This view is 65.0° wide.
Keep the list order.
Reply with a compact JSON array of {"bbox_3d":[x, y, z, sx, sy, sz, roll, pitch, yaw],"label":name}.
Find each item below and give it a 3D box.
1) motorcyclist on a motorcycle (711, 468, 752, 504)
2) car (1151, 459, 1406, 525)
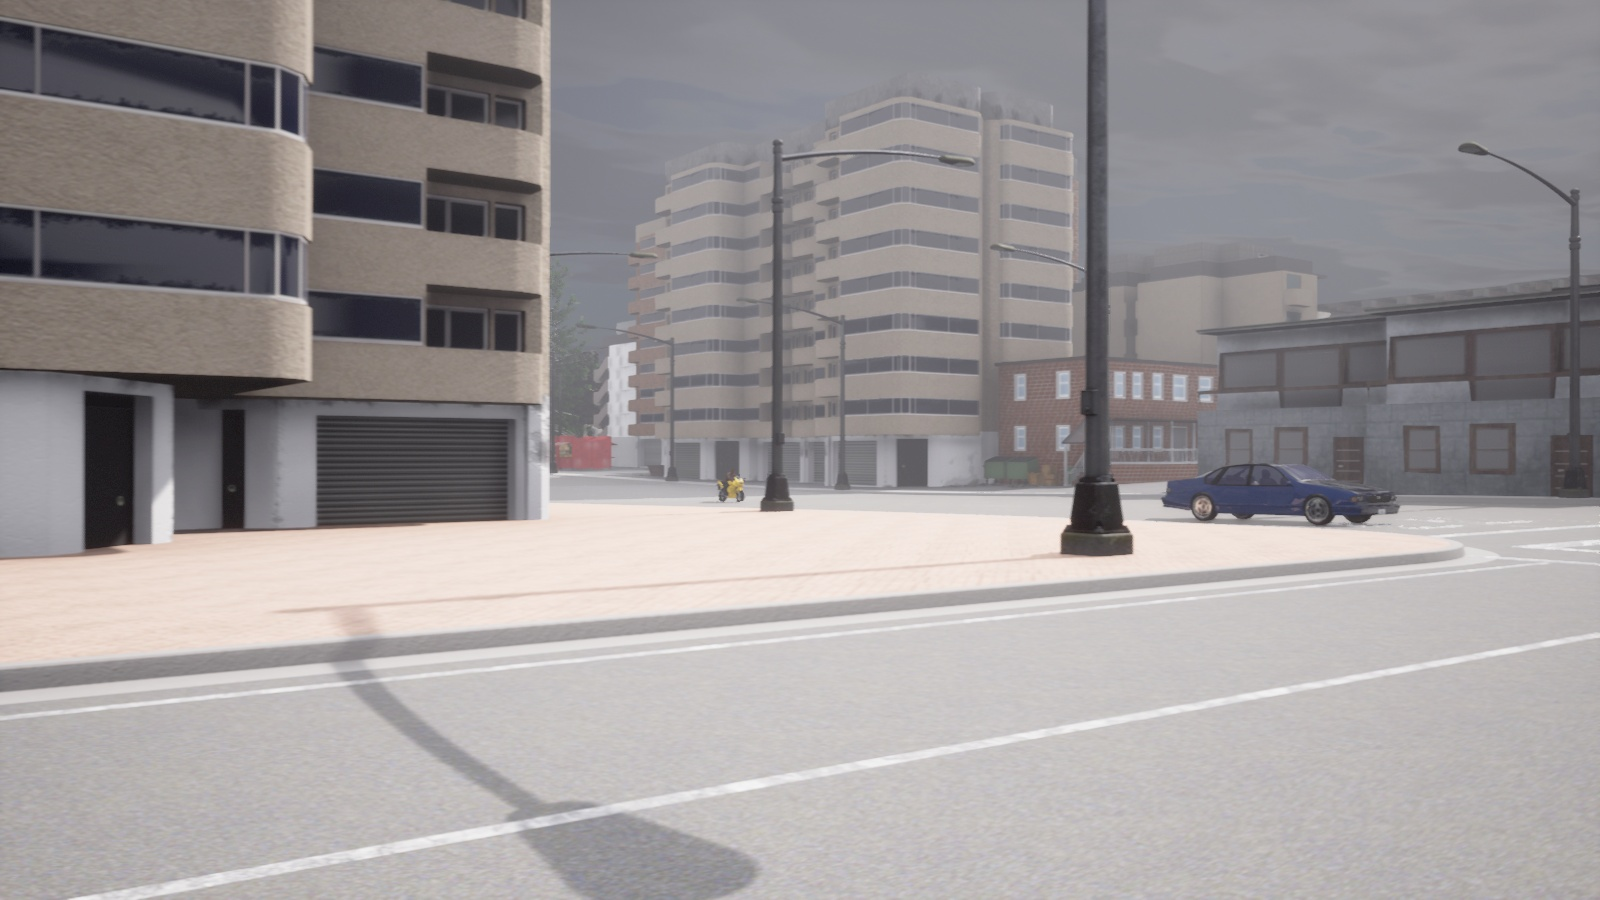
[{"bbox_3d":[-3.005,1.548,54.717,0.797,1.523,2.044,0,-1,-36],"label":"motorcyclist on a motorcycle"},{"bbox_3d":[11.094,0.948,29.543,2.033,1.411,5.357,0,-1,-36],"label":"car"}]
